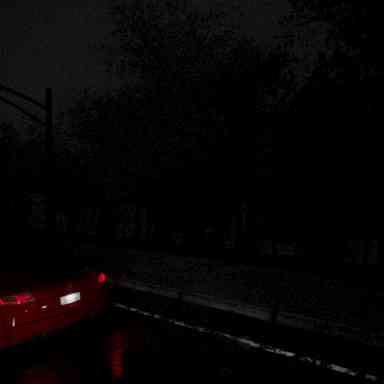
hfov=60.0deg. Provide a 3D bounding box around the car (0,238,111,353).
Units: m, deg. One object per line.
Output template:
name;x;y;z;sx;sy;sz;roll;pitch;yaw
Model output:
car;-3.453;1.564;6.142;4.181;1.385;1.994;0;0;35
